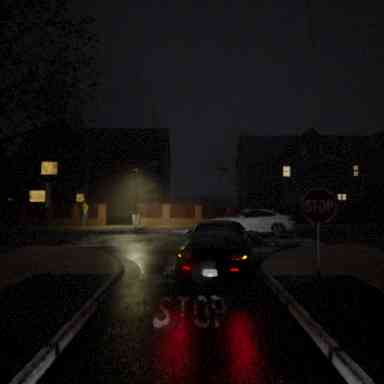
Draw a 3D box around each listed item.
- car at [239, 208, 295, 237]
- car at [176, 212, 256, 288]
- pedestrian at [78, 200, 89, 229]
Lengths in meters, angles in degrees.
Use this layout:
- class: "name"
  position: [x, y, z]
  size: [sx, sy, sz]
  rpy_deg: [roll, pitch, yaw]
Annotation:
- class: "car"
  position: [3.077, 1.590, 17.704]
  size: [4.674, 1.442, 1.812]
  rpy_deg: [-1, -1, 1]
- class: "car"
  position: [0.772, 1.532, 9.285]
  size: [1.812, 1.442, 4.674]
  rpy_deg: [0, 0, 10]
- class: "pedestrian"
  position: [-6.719, 1.372, 20.747]
  size: [0.375, 1.860, 0.375]
  rpy_deg: [0, -1, 1]
